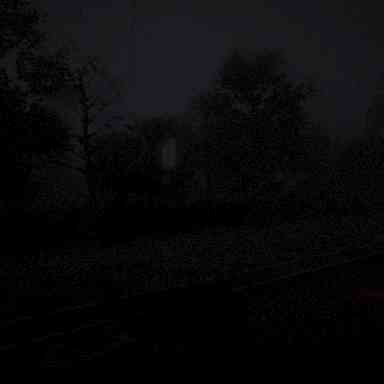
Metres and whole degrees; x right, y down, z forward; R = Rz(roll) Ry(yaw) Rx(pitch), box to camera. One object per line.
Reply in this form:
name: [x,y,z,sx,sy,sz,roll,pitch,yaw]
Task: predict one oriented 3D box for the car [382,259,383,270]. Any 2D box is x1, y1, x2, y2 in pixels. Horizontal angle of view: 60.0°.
car: [6.959,1.394,8.518,5.357,1.411,2.033,-1,1,-35]
